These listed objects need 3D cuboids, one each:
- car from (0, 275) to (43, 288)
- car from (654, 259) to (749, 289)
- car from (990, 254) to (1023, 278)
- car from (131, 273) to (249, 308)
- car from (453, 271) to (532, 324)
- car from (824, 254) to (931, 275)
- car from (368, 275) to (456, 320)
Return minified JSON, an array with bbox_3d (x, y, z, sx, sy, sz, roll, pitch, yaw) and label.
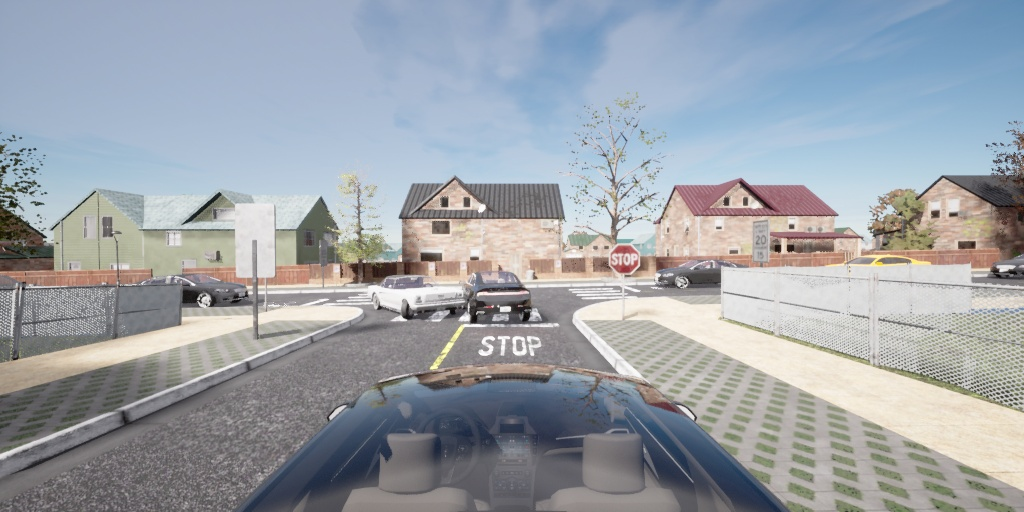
[{"bbox_3d":[-24.237,1.648,16.473,4.553,1.767,2.097,-1,1,0],"label":"car"},{"bbox_3d":[10.333,0.926,19.562,4.902,1.511,2.128,-1,1,0],"label":"car"},{"bbox_3d":[29.388,0.478,19.632,4.902,1.511,2.128,-1,1,0],"label":"car"},{"bbox_3d":[-14.900,1.566,16.512,4.902,1.511,2.128,-1,1,0],"label":"car"},{"bbox_3d":[-0.684,1.243,12.155,2.128,1.511,4.902,0,0,-12],"label":"car"},{"bbox_3d":[19.764,0.690,19.597,5.008,1.535,1.882,-1,1,-1],"label":"car"},{"bbox_3d":[-3.600,1.368,13.015,1.895,1.301,4.718,0,0,-38],"label":"car"}]
